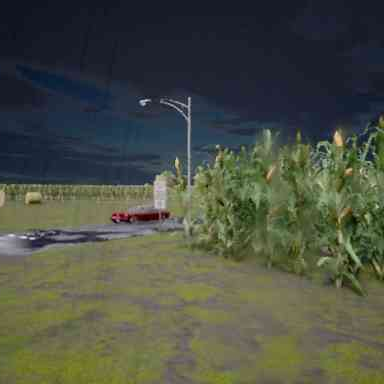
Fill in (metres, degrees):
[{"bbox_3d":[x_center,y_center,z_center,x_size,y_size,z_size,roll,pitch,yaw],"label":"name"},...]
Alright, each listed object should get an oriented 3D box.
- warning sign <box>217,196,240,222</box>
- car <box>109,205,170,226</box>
[{"bbox_3d":[2.655,1.229,24.435,1.300,1.860,1.060,1,0,34],"label":"warning sign"},{"bbox_3d":[-3.791,1.659,24.419,1.895,1.301,4.718,1,0,34],"label":"car"}]
